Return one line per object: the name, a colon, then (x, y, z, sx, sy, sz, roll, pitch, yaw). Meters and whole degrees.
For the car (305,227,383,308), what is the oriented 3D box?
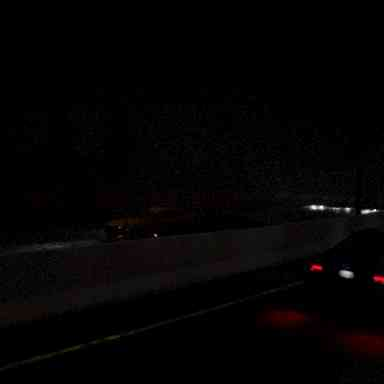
car: (4.723, 1.554, 7.727, 5.357, 1.411, 2.033, 0, 0, -41)

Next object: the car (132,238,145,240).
car: (-1.775, 1.513, 16.286, 5.008, 1.535, 1.882, 0, 0, -42)

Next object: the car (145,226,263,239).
car: (0.964, 1.573, 13.962, 5.357, 1.411, 2.033, 0, 0, -41)
